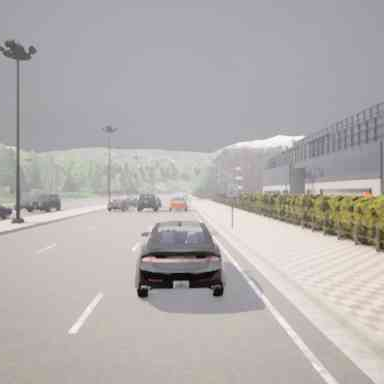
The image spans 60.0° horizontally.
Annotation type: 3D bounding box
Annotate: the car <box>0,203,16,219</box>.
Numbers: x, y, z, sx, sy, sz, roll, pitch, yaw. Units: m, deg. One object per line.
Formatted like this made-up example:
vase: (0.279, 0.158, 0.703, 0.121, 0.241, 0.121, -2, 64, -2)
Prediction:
car: (-16.187, 1.601, 26.189, 1.895, 1.301, 4.718, 0, 0, -2)

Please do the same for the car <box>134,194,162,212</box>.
car: (-5.094, 1.221, 38.938, 2.150, 2.045, 5.566, 0, 0, -2)

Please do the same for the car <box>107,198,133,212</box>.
car: (-8.607, 1.547, 39.191, 2.033, 1.411, 5.357, 0, 0, -2)

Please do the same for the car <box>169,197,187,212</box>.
car: (-1.622, 1.351, 39.731, 2.097, 1.767, 4.553, 0, 0, -2)

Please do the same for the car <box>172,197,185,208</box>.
car: (-2.006, 1.504, 49.780, 1.837, 1.490, 4.892, 0, 0, -2)

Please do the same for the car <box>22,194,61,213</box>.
car: (-16.609, 1.218, 37.624, 2.150, 2.045, 5.566, 0, 0, -3)

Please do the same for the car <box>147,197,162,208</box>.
car: (-5.503, 1.477, 49.619, 1.882, 1.535, 5.008, 0, 0, -2)

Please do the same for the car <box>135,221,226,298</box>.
car: (-0.308, 1.492, 8.540, 2.128, 1.511, 4.902, 0, 0, -3)

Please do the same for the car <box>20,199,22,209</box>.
car: (-20.200, 1.507, 40.953, 1.837, 1.490, 4.892, 0, -1, -2)
